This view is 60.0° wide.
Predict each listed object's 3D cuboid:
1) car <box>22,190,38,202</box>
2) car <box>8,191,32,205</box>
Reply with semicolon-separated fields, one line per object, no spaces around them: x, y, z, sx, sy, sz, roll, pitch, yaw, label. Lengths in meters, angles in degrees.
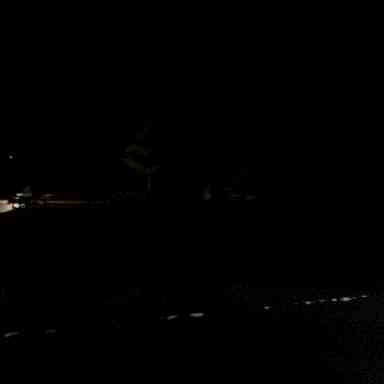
-27.944;0.692;56.986;2.150;2.045;5.566;2;0;-18;car
-24.657;1.019;47.097;2.128;1.511;4.902;2;0;-18;car
